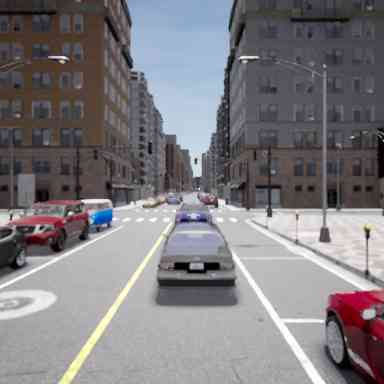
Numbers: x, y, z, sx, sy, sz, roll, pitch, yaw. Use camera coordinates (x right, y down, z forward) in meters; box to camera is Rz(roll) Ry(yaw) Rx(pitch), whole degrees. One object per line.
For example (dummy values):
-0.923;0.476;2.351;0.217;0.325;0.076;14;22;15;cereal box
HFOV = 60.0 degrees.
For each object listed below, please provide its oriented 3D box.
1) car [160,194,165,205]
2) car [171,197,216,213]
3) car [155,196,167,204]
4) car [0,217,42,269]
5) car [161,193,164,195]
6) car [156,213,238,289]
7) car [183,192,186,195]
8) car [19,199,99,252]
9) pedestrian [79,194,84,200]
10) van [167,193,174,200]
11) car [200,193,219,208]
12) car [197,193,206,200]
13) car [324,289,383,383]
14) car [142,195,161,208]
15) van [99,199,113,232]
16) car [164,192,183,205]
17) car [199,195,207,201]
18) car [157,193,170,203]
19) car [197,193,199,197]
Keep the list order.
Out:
-5.889;1.488;52.450;1.947;1.339;4.313;0;0;0;car
0.082;1.350;19.543;2.097;1.767;4.553;0;0;0;car
-5.895;1.417;63.589;1.752;1.417;4.829;0;0;0;car
-5.863;1.566;8.497;1.947;1.339;4.313;0;0;0;car
-5.892;1.433;57.934;1.752;1.417;4.829;0;0;0;car
0.094;1.547;9.233;2.033;1.411;5.357;0;0;0;car
-3.044;1.095;71.443;2.150;2.045;5.566;0;0;0;car
-5.867;1.315;14.137;2.192;1.841;5.009;0;0;0;car
-12.575;1.095;37.740;0.375;1.860;0.375;0;0;1;pedestrian
-5.912;1.148;92.034;1.690;1.788;3.998;0;0;0;van
2.641;1.252;46.772;2.192;1.841;5.009;0;0;0;car
2.613;1.122;92.024;2.192;1.841;5.009;0;0;0;car
2.666;1.545;2.837;1.887;1.381;4.507;0;0;0;car
-5.885;1.463;46.624;1.752;1.417;4.829;0;0;0;car
-5.870;1.338;19.778;1.690;1.788;3.998;0;0;0;van
-3.107;1.264;56.075;2.097;1.767;4.553;0;0;0;car
2.620;1.424;80.713;1.802;1.307;4.206;0;0;0;car
-5.899;1.190;69.414;2.192;1.841;5.009;0;0;0;car
2.623;1.383;75.226;1.752;1.417;4.829;0;0;0;car
